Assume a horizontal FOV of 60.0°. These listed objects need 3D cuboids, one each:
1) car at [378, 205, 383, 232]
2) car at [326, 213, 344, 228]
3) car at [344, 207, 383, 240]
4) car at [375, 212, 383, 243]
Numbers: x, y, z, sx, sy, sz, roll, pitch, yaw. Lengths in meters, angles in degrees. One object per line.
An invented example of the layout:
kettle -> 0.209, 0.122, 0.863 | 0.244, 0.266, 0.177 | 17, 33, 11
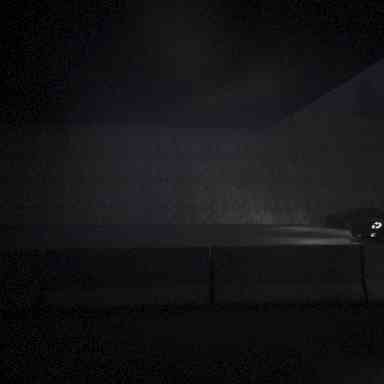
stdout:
car -> 14.597, 1.713, 21.018 | 4.553, 1.767, 2.097 | 1, -1, -7
car -> 12.358, 1.861, 24.267 | 5.008, 1.535, 1.882 | 1, -1, -7
car -> 10.646, 1.635, 17.005 | 4.553, 1.767, 2.097 | 1, -1, -7
car -> 10.444, 1.717, 13.454 | 5.008, 1.535, 1.882 | 1, -1, -7
